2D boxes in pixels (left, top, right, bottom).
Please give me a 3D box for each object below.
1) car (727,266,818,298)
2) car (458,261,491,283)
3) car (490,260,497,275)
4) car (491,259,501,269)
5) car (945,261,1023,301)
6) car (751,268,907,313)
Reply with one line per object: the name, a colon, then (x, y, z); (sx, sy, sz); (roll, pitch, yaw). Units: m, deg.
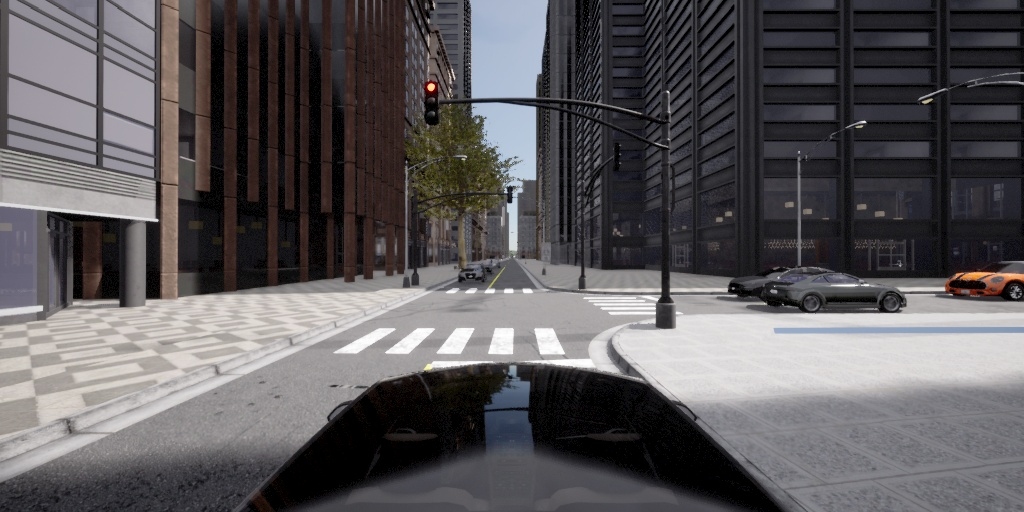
car: (12.415, 1.207, 16.177); (4.892, 1.490, 1.837); (0, 0, 0)
car: (-3.021, 1.318, 28.177); (1.994, 1.385, 4.181); (0, 0, 0)
car: (-2.986, 1.363, 39.546); (1.895, 1.301, 4.718); (0, 0, 0)
car: (-2.865, 1.297, 58.773); (2.128, 1.511, 4.902); (0, 0, 1)
car: (22.698, 1.016, 16.171); (4.553, 1.767, 2.097); (0, 0, 0)
car: (11.558, 1.257, 13.077); (4.181, 1.385, 1.994); (0, 0, 0)
